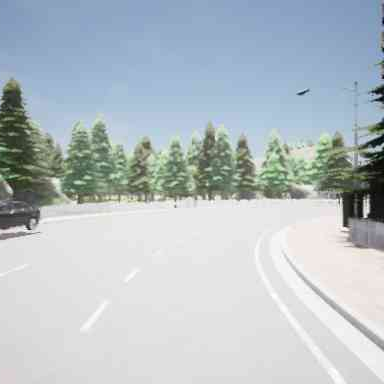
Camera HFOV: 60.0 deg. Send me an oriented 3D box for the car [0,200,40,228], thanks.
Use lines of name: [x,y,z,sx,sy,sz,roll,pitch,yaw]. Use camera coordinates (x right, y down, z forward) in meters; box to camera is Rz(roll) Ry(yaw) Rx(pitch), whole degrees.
car: [-9.372,1.177,16.001,1.837,1.490,4.892,0,0,13]
